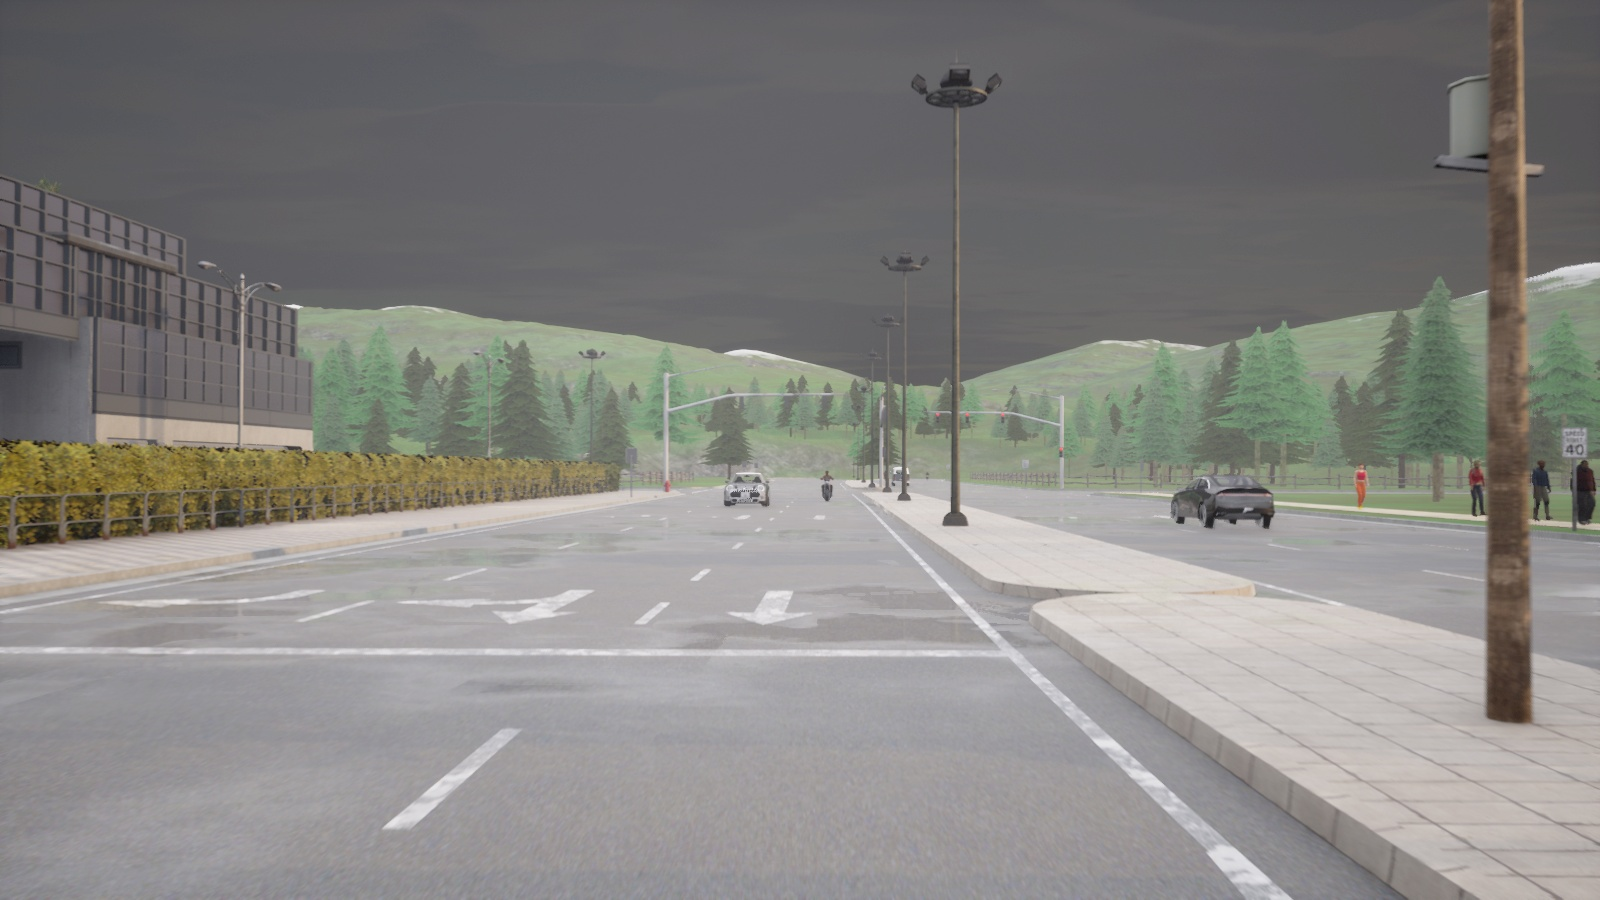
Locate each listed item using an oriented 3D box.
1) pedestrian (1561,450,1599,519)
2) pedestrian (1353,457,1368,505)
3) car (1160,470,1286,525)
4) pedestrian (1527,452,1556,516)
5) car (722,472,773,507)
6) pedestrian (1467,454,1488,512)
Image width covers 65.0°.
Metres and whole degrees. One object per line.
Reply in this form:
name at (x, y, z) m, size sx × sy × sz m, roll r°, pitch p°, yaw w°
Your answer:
pedestrian at (21.205, 0.938, 33.972) m, size 0.634 × 1.844 × 0.899 m, roll 0°, pitch -1°, yaw -1°
pedestrian at (21.423, 1.172, 48.004) m, size 0.345 × 1.836 × 0.594 m, roll 0°, pitch -1°, yaw 3°
car at (12.252, 1.338, 36.764) m, size 2.128 × 1.511 × 4.902 m, roll 0°, pitch -1°, yaw 1°
pedestrian at (21.566, 0.979, 36.512) m, size 0.370 × 1.835 × 0.726 m, roll 0°, pitch -1°, yaw -2°
car at (-2.275, 1.713, 55.202) m, size 1.970 × 1.475 × 3.806 m, roll 0°, pitch -1°, yaw 1°
pedestrian at (21.691, 1.040, 40.186) m, size 0.331 × 1.846 × 0.636 m, roll 0°, pitch -1°, yaw 3°
